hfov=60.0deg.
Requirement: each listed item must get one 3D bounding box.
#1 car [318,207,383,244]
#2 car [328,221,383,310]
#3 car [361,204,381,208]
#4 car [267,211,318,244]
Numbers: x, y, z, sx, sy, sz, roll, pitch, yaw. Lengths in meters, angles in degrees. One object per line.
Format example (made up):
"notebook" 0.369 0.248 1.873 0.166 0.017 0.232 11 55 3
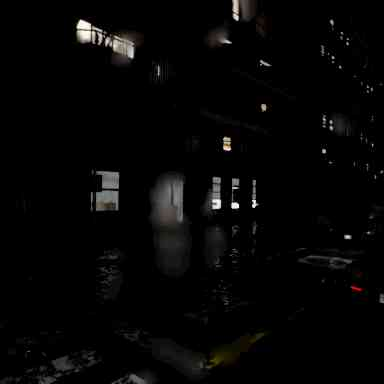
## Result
"car" 7.386 1.575 14.386 1.994 1.385 4.181 0 0 42
"car" 4.676 1.531 6.907 1.812 1.442 4.674 0 0 43
"car" 12.650 1.543 23.826 1.752 1.417 4.829 1 1 43
"car" 5.221 1.594 15.833 1.802 1.307 4.206 1 1 43
